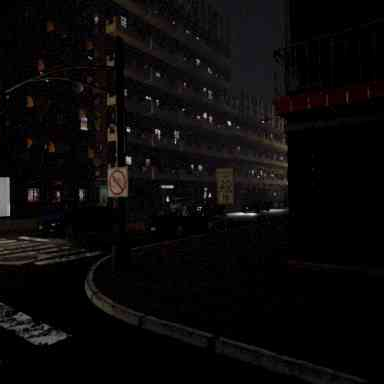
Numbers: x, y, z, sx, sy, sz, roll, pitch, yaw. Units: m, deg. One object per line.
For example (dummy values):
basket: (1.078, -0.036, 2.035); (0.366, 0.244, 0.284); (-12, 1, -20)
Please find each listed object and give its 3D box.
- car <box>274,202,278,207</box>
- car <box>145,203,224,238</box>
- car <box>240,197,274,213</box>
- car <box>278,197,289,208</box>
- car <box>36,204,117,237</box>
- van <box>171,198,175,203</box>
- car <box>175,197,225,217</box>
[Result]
car: (9.359, 1.430, 44.030); (1.967, 1.590, 4.097); (-1, -1, 36)
car: (-0.488, 1.435, 16.812); (2.008, 1.369, 4.403); (-1, -1, 36)
car: (6.952, 1.517, 36.423); (1.994, 1.385, 4.181); (-1, -1, 36)
car: (13.044, 1.423, 44.834); (2.128, 1.511, 4.902); (-1, -1, 37)
car: (-6.000, 1.480, 18.425); (1.882, 1.535, 5.008); (-1, -1, 36)
van: (-0.392, 1.365, 30.457); (1.690, 1.788, 3.998); (-1, -1, 36)
car: (1.028, 1.325, 28.208); (2.097, 1.767, 4.553); (-1, -1, 36)
